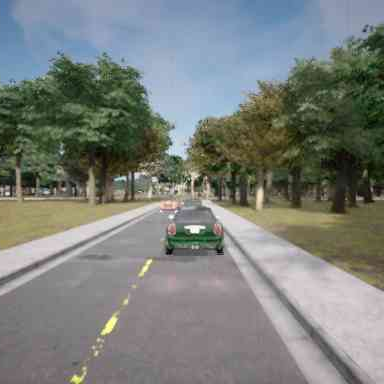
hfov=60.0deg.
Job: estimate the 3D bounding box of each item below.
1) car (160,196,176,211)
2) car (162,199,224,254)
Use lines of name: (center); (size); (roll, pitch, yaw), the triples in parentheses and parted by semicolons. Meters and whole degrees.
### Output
car: (-2.834, 1.352, 41.508); (2.097, 1.767, 4.553); (0, 0, 0)
car: (0.100, 1.351, 13.559); (2.097, 1.767, 4.553); (0, 0, 0)
